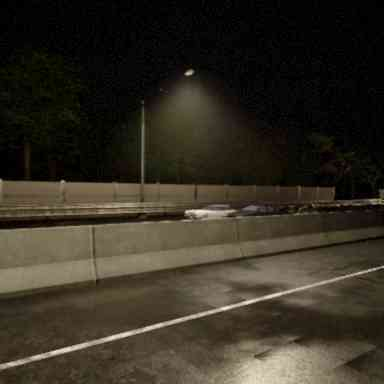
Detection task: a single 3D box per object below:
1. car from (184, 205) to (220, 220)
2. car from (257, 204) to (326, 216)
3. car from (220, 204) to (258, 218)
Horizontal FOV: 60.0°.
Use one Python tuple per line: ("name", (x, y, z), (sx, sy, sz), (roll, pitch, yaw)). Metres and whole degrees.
("car", (1.739, 1.683, 26.725), (4.718, 1.301, 1.895), (0, 0, -35))
("car", (6.838, 1.593, 21.762), (4.892, 1.490, 1.837), (0, 0, -35))
("car", (4.968, 1.637, 24.728), (5.357, 1.411, 2.033), (0, 0, -36))
